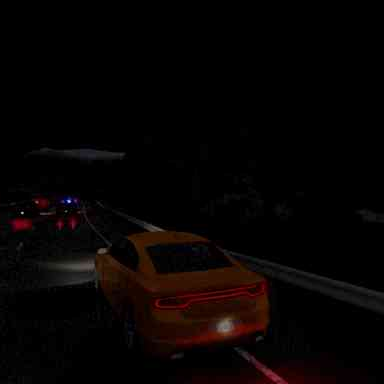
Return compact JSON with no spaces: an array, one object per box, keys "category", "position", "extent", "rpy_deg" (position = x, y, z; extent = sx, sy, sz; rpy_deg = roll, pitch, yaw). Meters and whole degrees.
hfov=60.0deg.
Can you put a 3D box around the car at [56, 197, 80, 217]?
[{"category":"car","position":[-11.831,1.492,31.556],"extent":[2.128,1.511,4.902],"rpy_deg":[0,0,-19]}]

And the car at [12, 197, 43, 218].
[{"category":"car","position":[-15.010,1.505,30.175],"extent":[1.837,1.490,4.892],"rpy_deg":[0,0,-19]}]

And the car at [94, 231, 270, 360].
[{"category":"car","position":[-0.621,1.478,6.291],"extent":[1.882,1.535,5.008],"rpy_deg":[0,0,-24]}]

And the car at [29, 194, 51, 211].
[{"category":"car","position":[-18.397,1.221,40.081],"extent":[2.150,2.045,5.566],"rpy_deg":[0,0,-19]}]

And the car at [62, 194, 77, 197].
[{"category":"car","position":[-15.228,1.221,41.465],"extent":[2.150,2.045,5.566],"rpy_deg":[0,0,-18]}]
